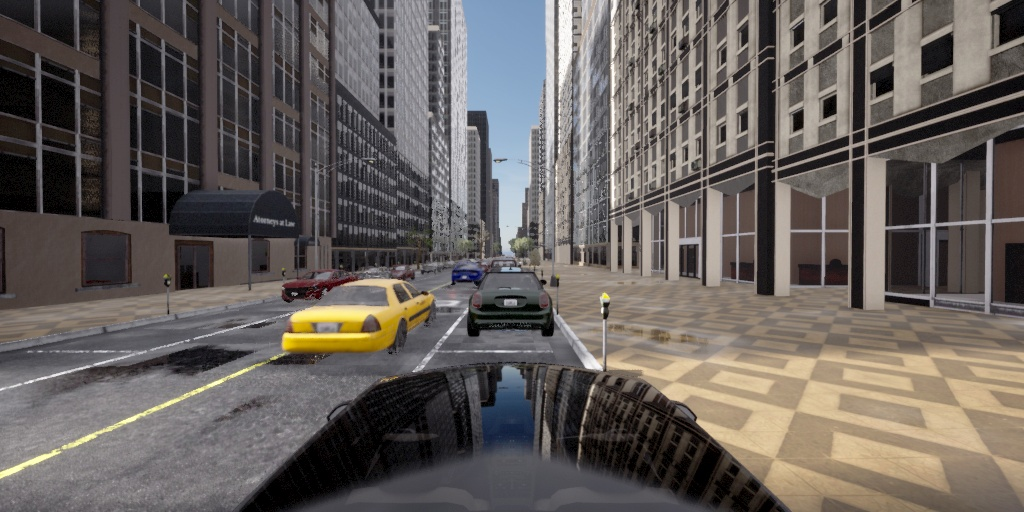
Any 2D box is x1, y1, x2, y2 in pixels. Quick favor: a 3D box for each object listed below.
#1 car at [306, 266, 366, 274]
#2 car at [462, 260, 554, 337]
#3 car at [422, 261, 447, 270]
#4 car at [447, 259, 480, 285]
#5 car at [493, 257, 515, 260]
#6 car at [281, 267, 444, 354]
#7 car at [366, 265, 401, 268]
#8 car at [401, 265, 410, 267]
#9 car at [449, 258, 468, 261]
[{"bbox_3d":[-8.837,1.292,16.839,1.888,1.381,4.507,0,0,0],"label":"car"},{"bbox_3d":[-0.033,1.101,10.471,2.097,1.767,4.553,0,0,0],"label":"car"},{"bbox_3d":[-8.837,1.293,39.574,2.007,1.370,4.403,0,0,0],"label":"car"},{"bbox_3d":[-3.066,1.223,25.663,1.882,1.535,5.008,0,0,0],"label":"car"},{"bbox_3d":[-0.457,1.061,22.523,2.192,1.841,5.009,0,0,0],"label":"car"},{"bbox_3d":[-3.147,1.204,8.671,1.801,1.575,5.366,0,0,0],"label":"car"},{"bbox_3d":[-8.838,1.297,22.523,2.007,1.370,4.403,0,0,0],"label":"car"},{"bbox_3d":[-8.837,1.327,28.206,1.802,1.307,4.207,0,0,0],"label":"car"},{"bbox_3d":[-6.189,1.289,44.590,2.033,1.411,5.357,0,0,1],"label":"car"}]
